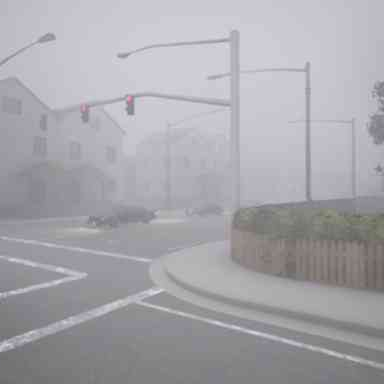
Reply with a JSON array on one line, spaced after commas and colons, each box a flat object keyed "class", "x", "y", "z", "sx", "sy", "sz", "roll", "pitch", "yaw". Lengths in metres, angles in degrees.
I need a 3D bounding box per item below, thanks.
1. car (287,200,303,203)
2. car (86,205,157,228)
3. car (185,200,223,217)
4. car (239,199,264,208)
[{"class": "car", "x": 13.543, "y": 1.664, "z": 43.166, "sx": 1.895, "sy": 1.301, "sz": 4.718, "roll": 0, "pitch": 0, "yaw": 35}, {"class": "car", "x": -4.713, "y": 1.624, "z": 23.300, "sx": 2.033, "sy": 1.411, "sz": 5.357, "roll": 0, "pitch": 0, "yaw": 35}, {"class": "car", "x": 1.214, "y": 1.569, "z": 31.857, "sx": 2.128, "sy": 1.511, "sz": 4.902, "roll": 0, "pitch": 0, "yaw": 35}, {"class": "car", "x": 7.152, "y": 1.583, "z": 40.415, "sx": 1.837, "sy": 1.490, "sz": 4.892, "roll": 0, "pitch": 0, "yaw": 35}]
